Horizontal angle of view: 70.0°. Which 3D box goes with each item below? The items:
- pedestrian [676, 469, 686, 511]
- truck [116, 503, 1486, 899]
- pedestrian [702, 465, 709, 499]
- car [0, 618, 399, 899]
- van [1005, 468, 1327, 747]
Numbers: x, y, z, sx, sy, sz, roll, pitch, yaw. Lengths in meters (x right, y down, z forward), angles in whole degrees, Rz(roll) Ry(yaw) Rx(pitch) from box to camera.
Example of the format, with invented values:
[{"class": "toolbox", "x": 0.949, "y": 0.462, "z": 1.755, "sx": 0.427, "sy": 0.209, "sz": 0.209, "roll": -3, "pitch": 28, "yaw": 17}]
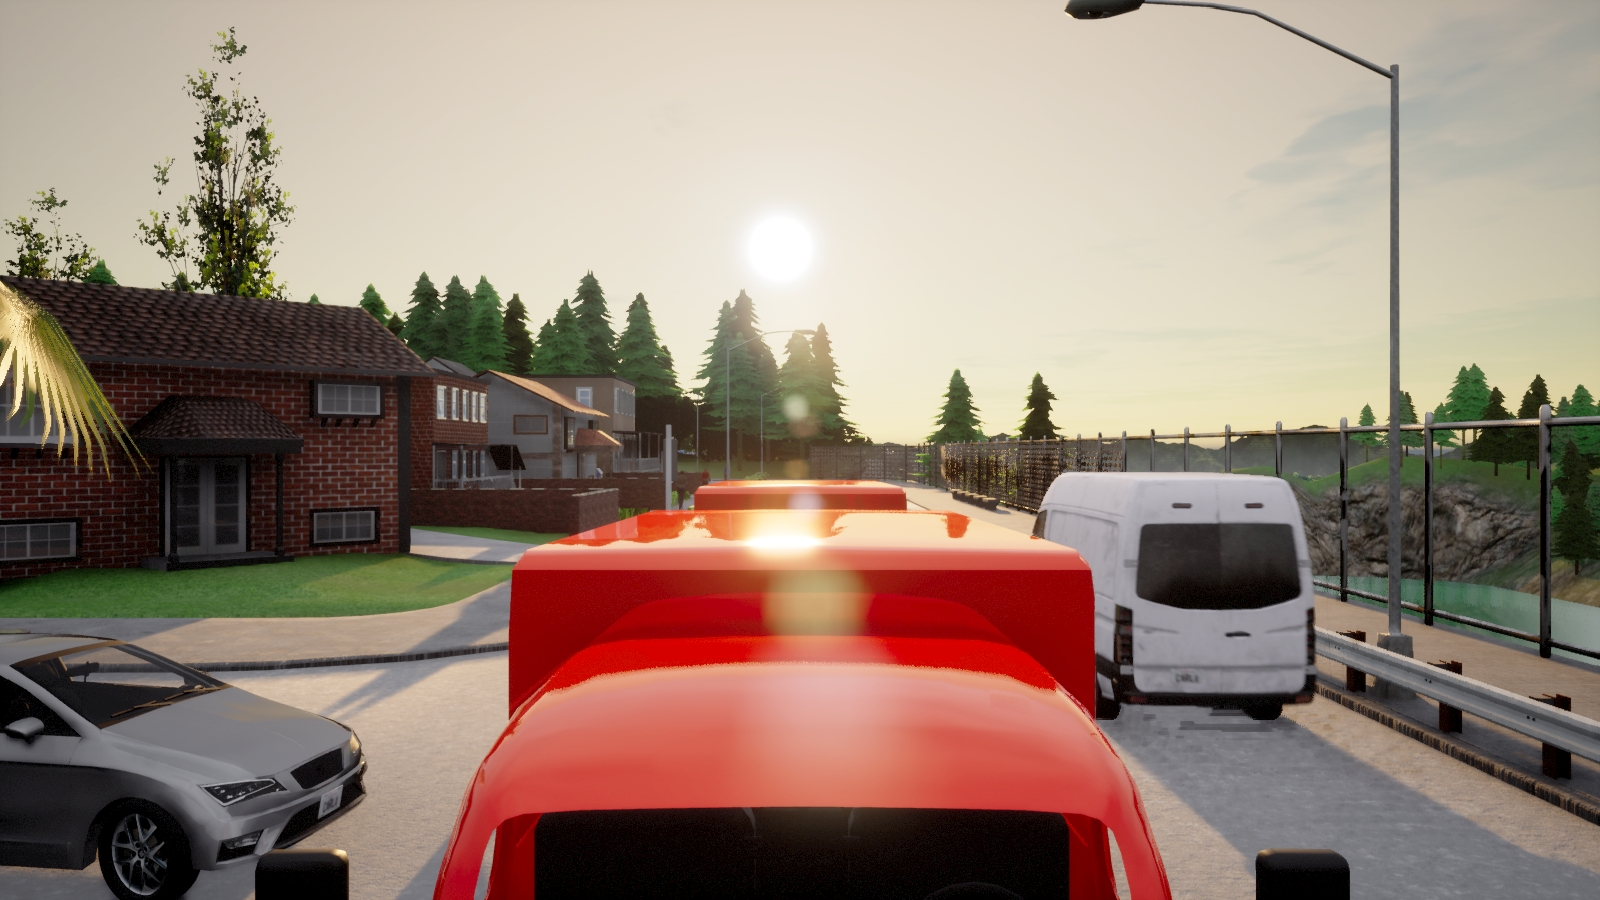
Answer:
[{"class": "pedestrian", "x": -5.307, "y": 1.766, "z": 50.970, "sx": 0.375, "sy": 1.860, "sz": 0.375, "roll": 0, "pitch": 0, "yaw": 2}, {"class": "truck", "x": 0.003, "y": 1.571, "z": 4.792, "sx": 2.627, "sy": 2.467, "sz": 5.204, "roll": 0, "pitch": 0, "yaw": 0}, {"class": "pedestrian", "x": -5.294, "y": 1.771, "z": 63.782, "sx": 0.375, "sy": 1.860, "sz": 0.375, "roll": 0, "pitch": 0, "yaw": 0}, {"class": "car", "x": -5.218, "y": 2.069, "z": 7.982, "sx": 4.193, "sy": 1.474, "sz": 1.816, "roll": 0, "pitch": 0, "yaw": 8}, {"class": "van", "x": 3.995, "y": 1.540, "z": 13.782, "sx": 1.988, "sy": 2.561, "sz": 5.915, "roll": 0, "pitch": 0, "yaw": 0}]
